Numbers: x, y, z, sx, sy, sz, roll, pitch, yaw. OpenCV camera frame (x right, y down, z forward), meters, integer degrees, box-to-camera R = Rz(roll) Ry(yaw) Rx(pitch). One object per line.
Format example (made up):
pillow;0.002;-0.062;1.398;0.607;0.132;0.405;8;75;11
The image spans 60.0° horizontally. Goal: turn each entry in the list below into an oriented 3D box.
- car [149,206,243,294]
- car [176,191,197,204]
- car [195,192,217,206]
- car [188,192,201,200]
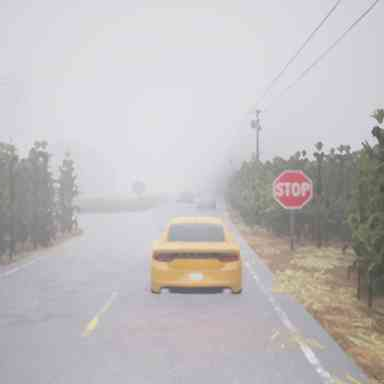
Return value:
car;0.112;1.347;8.484;1.882;1.535;5.008;0;1;1
car;-0.926;0.670;45.039;2.097;1.767;4.553;0;1;5
car;1.671;0.977;36.181;1.812;1.442;4.674;0;1;5
car;0.578;0.639;61.073;1.994;1.385;4.181;0;1;6
